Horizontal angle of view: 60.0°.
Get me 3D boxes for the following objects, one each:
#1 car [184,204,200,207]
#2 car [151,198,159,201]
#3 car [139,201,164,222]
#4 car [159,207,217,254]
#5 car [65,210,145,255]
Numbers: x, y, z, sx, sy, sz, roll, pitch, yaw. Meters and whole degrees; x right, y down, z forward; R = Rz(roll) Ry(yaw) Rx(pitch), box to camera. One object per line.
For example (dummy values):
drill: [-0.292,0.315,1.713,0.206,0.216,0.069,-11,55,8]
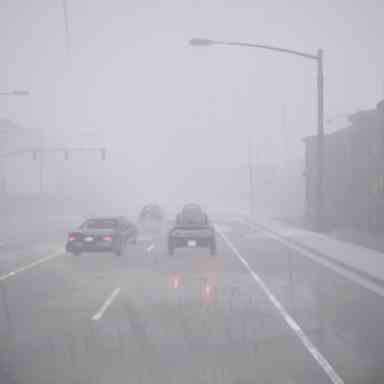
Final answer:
car: [0.002,1.755,29.316,1.882,1.535,5.008,0,0,0]
car: [-10.512,2.418,94.707,2.128,1.511,4.902,0,-1,0]
car: [-3.498,1.802,29.227,1.812,1.442,4.674,0,0,0]
car: [0.004,1.627,14.139,2.128,1.511,4.902,0,0,0]
car: [-3.500,1.679,13.828,2.033,1.411,5.357,0,-1,0]
